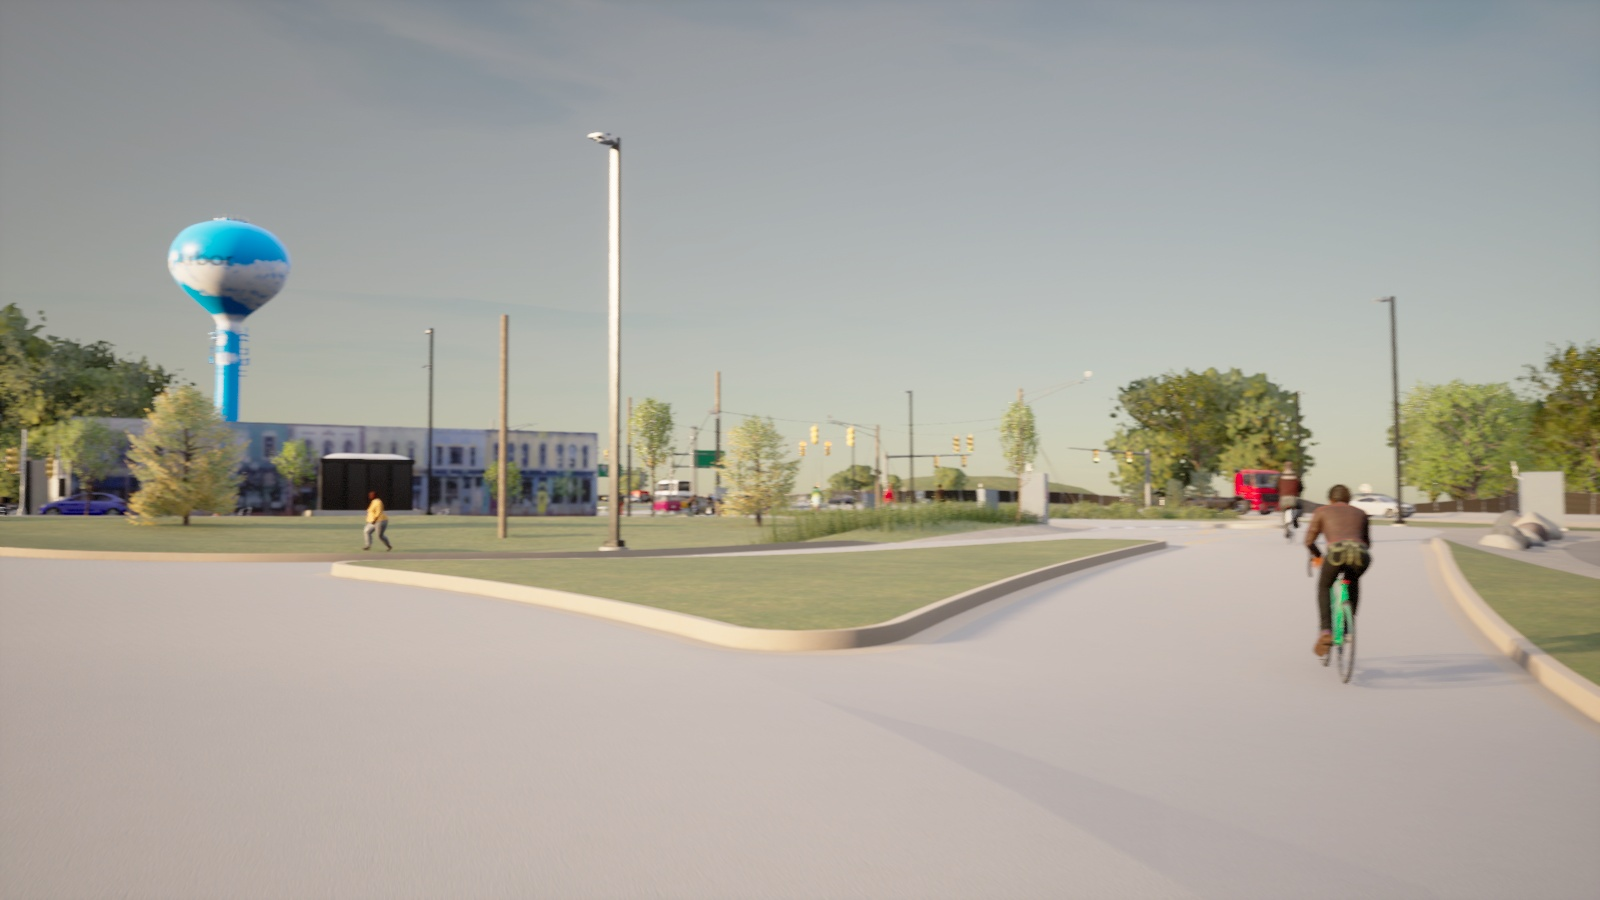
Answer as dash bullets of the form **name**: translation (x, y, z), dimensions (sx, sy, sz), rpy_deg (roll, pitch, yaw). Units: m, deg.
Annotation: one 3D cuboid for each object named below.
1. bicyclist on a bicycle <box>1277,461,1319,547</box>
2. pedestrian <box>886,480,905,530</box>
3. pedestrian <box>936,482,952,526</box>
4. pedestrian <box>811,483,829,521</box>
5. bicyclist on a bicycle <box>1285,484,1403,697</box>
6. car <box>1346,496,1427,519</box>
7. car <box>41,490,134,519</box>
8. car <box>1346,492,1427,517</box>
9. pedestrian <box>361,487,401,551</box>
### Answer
- **bicyclist on a bicycle**: translation (10.658, 1.143, 26.842), dimensions (0.659, 1.776, 1.843), rpy_deg (-2, -3, 26)
- **pedestrian**: translation (3.574, 2.058, 46.986), dimensions (0.636, 1.846, 0.331), rpy_deg (0, -4, -11)
- **pedestrian**: translation (6.071, 2.270, 53.012), dimensions (0.431, 1.840, 0.703), rpy_deg (1, -4, -13)
- **pedestrian**: translation (1.030, 2.660, 63.978), dimensions (0.659, 1.952, 0.873), rpy_deg (1, -4, -17)
- **bicyclist on a bicycle**: translation (4.591, 1.118, 10.690), dimensions (0.582, 1.620, 1.656), rpy_deg (3, 0, 14)
- **car**: translation (38.677, 3.789, 82.949), dimensions (1.812, 1.442, 4.674), rpy_deg (2, -2, -27)
- **car**: translation (-38.038, 2.914, 67.179), dimensions (4.193, 1.474, 1.816), rpy_deg (2, -4, -27)
- **car**: translation (40.566, 3.776, 86.959), dimensions (2.242, 1.667, 4.611), rpy_deg (2, -2, -27)
- **pedestrian**: translation (-12.406, 2.036, 37.203), dimensions (0.900, 1.855, 0.874), rpy_deg (2, -4, -34)
